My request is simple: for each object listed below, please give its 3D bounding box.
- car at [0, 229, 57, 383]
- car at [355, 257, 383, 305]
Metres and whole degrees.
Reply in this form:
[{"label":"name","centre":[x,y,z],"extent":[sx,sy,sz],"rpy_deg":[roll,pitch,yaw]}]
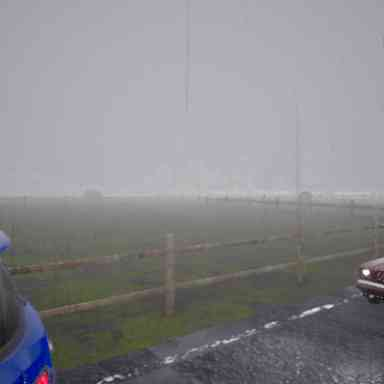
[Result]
[{"label":"car","centre":[-3.249,1.213,0.782],"extent":[5.566,2.045,2.150],"rpy_deg":[0,0,-36]},{"label":"car","centre":[5.439,1.590,6.885],"extent":[4.718,1.301,1.895],"rpy_deg":[0,0,-35]}]
